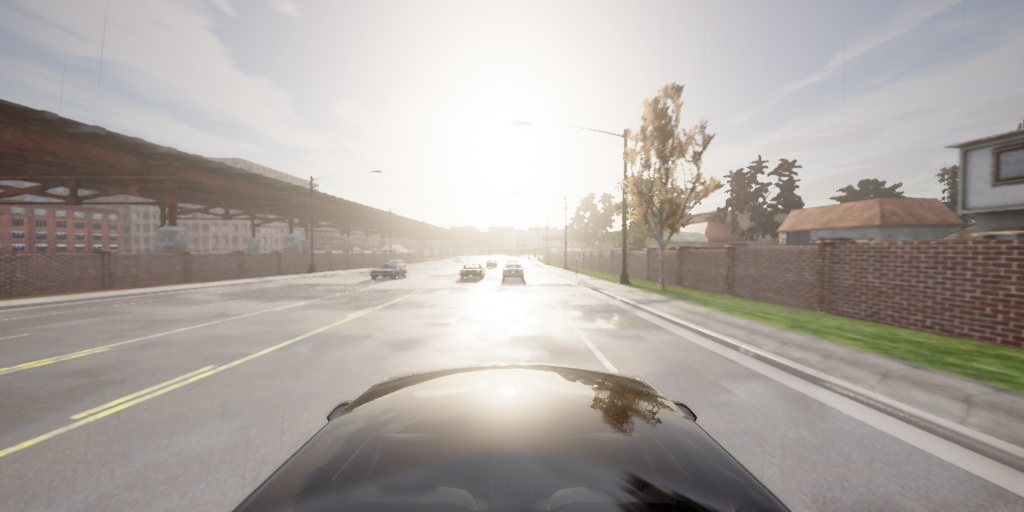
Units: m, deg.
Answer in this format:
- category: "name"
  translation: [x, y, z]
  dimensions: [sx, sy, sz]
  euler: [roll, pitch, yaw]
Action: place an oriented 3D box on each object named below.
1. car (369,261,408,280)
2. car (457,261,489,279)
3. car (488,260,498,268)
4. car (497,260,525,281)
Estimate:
- category: "car"
  translation: [-10.554, 1.335, 30.966]
  dimensions: [1.895, 1.301, 4.718]
  euler: [0, 0, 0]
- category: "car"
  translation: [-3.408, 1.335, 31.964]
  dimensions: [1.895, 1.301, 4.718]
  euler: [0, 0, 0]
- category: "car"
  translation: [-3.417, 1.319, 62.051]
  dimensions: [1.895, 1.301, 4.718]
  euler: [0, 0, 0]
- category: "car"
  translation: [0.092, 1.283, 29.823]
  dimensions: [2.033, 1.411, 5.357]
  euler: [0, 0, 0]
